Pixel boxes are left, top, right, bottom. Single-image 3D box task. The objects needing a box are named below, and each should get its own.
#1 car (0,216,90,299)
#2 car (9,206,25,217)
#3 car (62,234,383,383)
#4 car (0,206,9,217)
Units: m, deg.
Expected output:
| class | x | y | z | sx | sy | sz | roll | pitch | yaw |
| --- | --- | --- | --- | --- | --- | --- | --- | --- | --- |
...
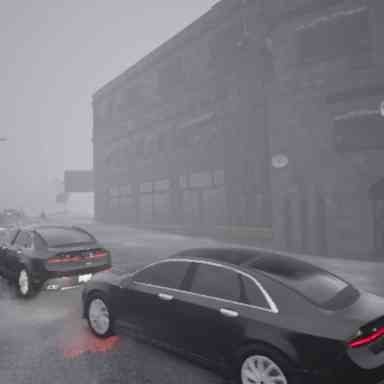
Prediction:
| class | x | y | z | sx | sy | sz | roll | pitch | yaw |
| --- | --- | --- | --- | --- | --- | --- | --- | --- | --- |
| car | -3.991 | 1.605 | 8.866 | 1.837 | 1.490 | 4.892 | 1 | -1 | -45 |
| car | -21.604 | 2.375 | 40.282 | 1.812 | 1.442 | 4.674 | -1 | -1 | -17 |
| car | 0.237 | 1.591 | 5.000 | 4.892 | 1.490 | 1.837 | 0 | -1 | 40 |
| car | -17.845 | 2.104 | 29.296 | 1.895 | 1.301 | 4.718 | -1 | -1 | -20 |
